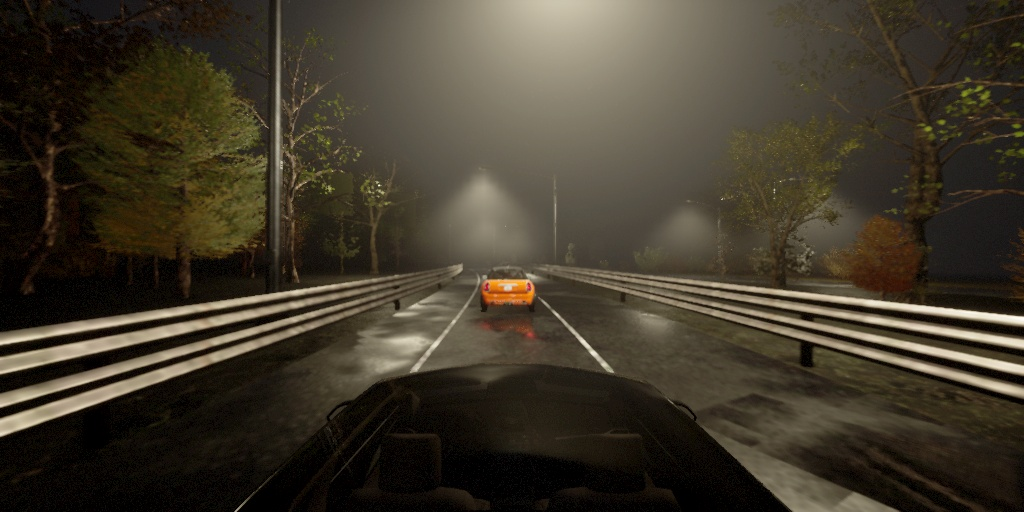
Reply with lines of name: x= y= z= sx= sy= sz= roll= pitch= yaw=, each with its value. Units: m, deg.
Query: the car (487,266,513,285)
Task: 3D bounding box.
car: x=-1.078 y=1.596 z=30.459 sx=1.994 sy=1.385 sz=4.181 roll=0 pitch=0 yaw=-4

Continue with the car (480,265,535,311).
car: x=-0.217 y=1.238 z=15.395 sx=2.097 sy=1.767 sz=4.553 roll=0 pitch=-1 yaw=-2
